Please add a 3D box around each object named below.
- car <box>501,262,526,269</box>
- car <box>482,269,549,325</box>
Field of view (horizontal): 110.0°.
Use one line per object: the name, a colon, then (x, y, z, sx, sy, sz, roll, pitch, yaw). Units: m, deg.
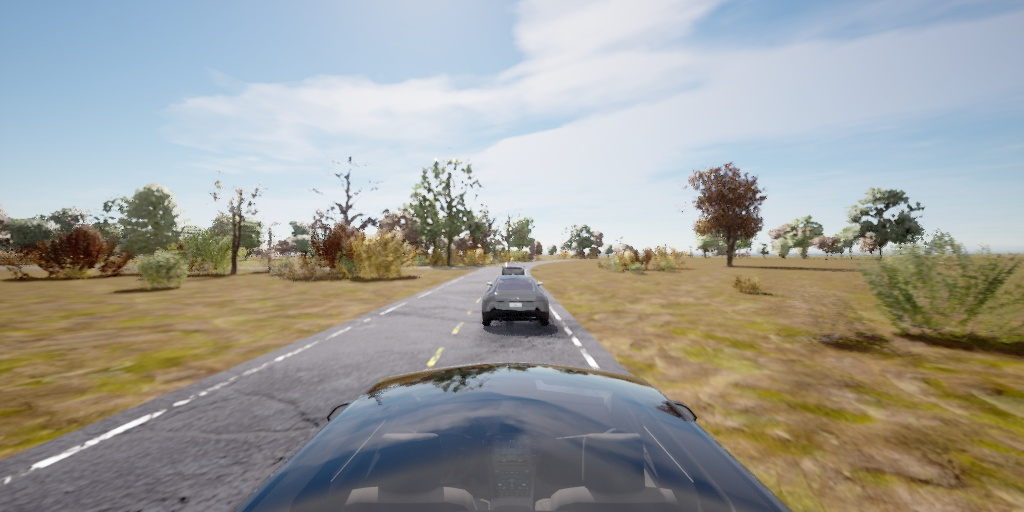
car: (0.098, 1.239, 29.647, 2.128, 1.511, 4.902, 0, 0, 0)
car: (0.099, 1.314, 11.851, 1.994, 1.385, 4.181, 0, 0, 0)
